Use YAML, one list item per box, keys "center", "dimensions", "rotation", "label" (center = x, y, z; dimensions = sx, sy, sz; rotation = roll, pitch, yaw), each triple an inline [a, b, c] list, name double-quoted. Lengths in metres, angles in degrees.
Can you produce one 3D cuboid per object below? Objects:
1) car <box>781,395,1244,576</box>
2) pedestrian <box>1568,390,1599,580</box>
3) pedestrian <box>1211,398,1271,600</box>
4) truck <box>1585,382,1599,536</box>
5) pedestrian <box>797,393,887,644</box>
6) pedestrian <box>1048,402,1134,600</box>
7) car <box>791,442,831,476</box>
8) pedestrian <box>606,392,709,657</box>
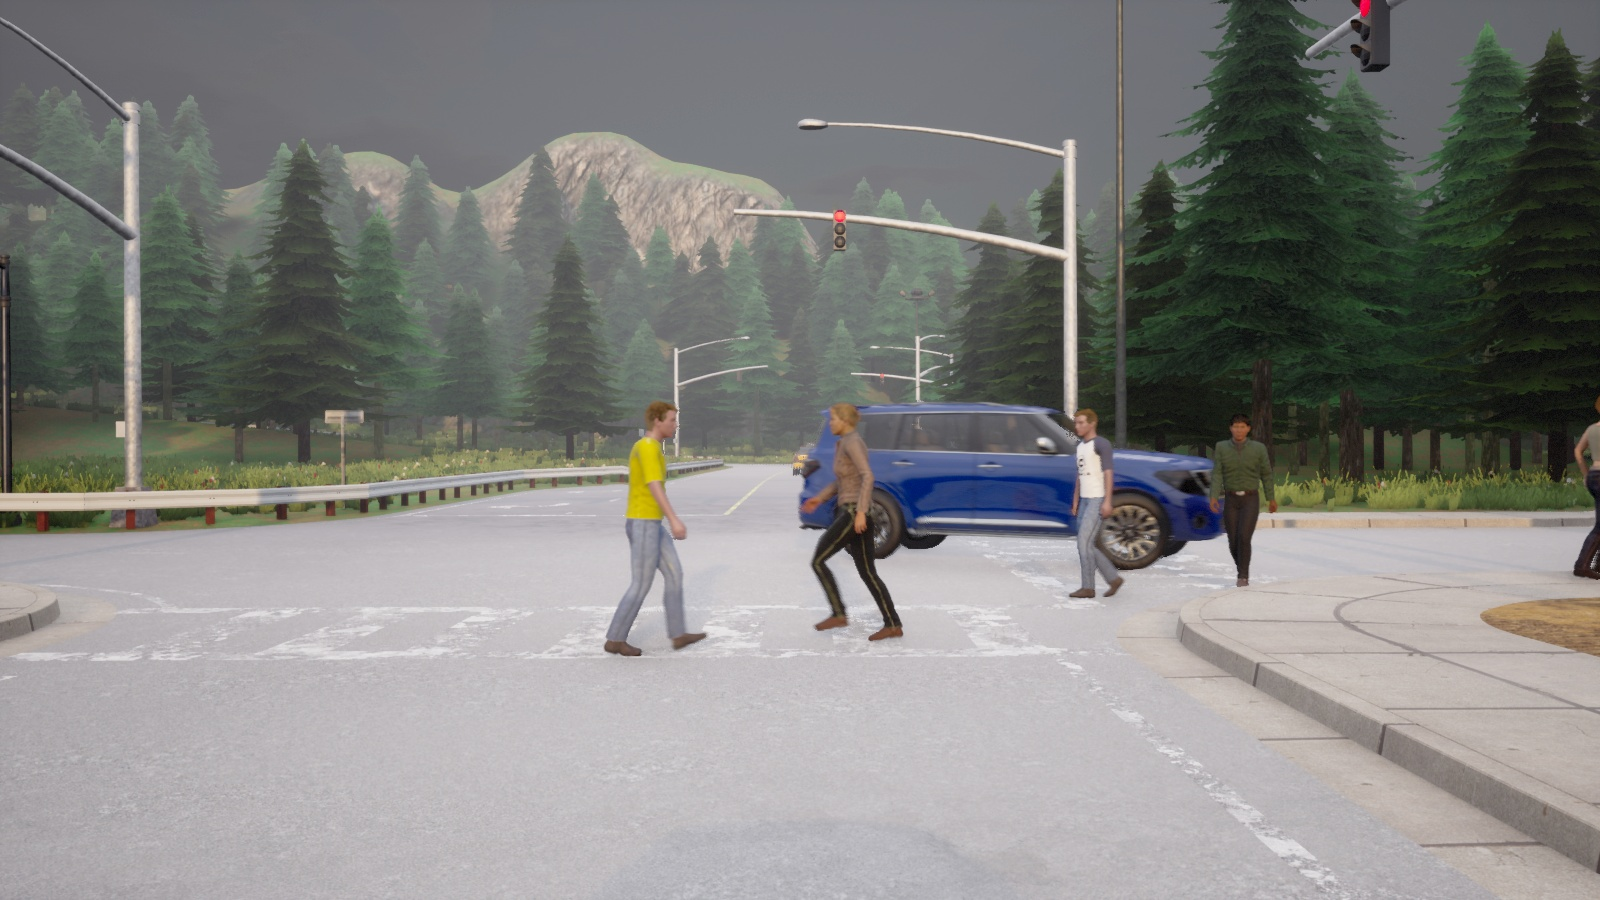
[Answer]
- center: [2.737, 0.396, 16.372]
  dimensions: [5.566, 2.045, 2.150]
  rotation: [0, 1, 25]
  label: "car"
- center: [7.902, 0.336, 12.263]
  dimensions: [0.594, 1.836, 0.345]
  rotation: [0, 0, 8]
  label: "pedestrian"
- center: [4.417, 0.468, 12.562]
  dimensions: [0.423, 1.949, 0.788]
  rotation: [0, 0, 30]
  label: "pedestrian"
- center: [15.399, 0.143, 19.159]
  dimensions: [5.204, 2.467, 2.627]
  rotation: [0, 0, 1]
  label: "truck"
- center: [0.323, 0.507, 9.457]
  dimensions: [0.634, 1.846, 0.331]
  rotation: [0, 0, 10]
  label: "pedestrian"
- center: [2.760, 0.472, 11.929]
  dimensions: [0.706, 1.836, 0.354]
  rotation: [0, 0, -13]
  label: "pedestrian"
- center: [0.568, 0.395, 60.659]
  dimensions: [1.801, 1.575, 5.366]
  rotation: [0, 0, 2]
  label: "car"
- center: [-1.004, 0.514, 8.913]
  dimensions: [0.706, 1.836, 0.354]
  rotation: [0, 0, -4]
  label: "pedestrian"
